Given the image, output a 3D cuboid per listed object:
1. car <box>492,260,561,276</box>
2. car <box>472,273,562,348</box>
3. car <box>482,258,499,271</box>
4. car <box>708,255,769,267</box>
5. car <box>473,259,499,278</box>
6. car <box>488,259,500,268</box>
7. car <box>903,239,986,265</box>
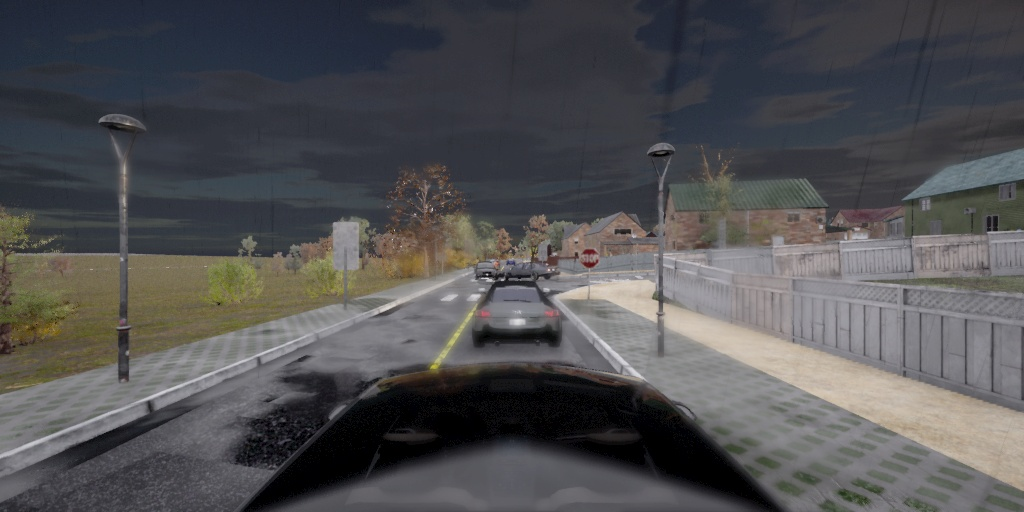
[{"bbox_3d":[1.262,1.198,28.300,5.357,1.411,2.033,-4,-3,43],"label":"car"},{"bbox_3d":[0.081,1.313,9.282,1.994,1.385,4.181,0,0,-1],"label":"car"},{"bbox_3d":[-2.986,1.121,51.017,2.097,1.767,4.553,0,0,0],"label":"car"},{"bbox_3d":[14.329,0.413,22.714,4.181,1.385,1.994,-3,0,16],"label":"car"},{"bbox_3d":[-2.334,1.258,31.201,1.837,1.490,4.892,0,0,-8],"label":"car"},{"bbox_3d":[-3.000,1.256,61.054,1.882,1.535,5.008,0,0,0],"label":"car"},{"bbox_3d":[23.836,-0.208,20.318,4.902,1.511,2.128,-3,0,14],"label":"car"}]
